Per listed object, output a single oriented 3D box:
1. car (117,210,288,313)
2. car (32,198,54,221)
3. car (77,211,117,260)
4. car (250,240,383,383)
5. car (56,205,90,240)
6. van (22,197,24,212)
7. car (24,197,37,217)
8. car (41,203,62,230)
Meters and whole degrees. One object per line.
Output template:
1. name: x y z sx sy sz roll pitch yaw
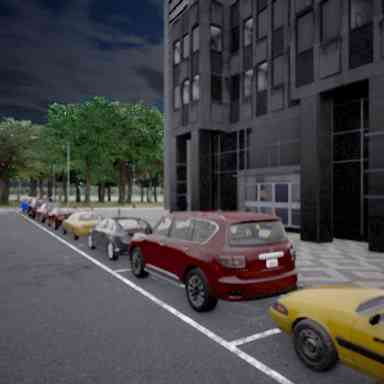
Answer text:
1. car: 0.167 1.346 7.919 2.192 1.841 5.009 0 0 -32
2. car: -11.208 1.542 26.457 1.967 1.590 4.097 0 0 -32
3. car: -2.676 1.599 12.553 2.008 1.369 4.403 0 0 -32
4. car: 2.922 1.540 3.429 1.752 1.417 4.829 0 0 -32
5. car: -5.609 1.592 17.333 1.752 1.417 4.829 0 0 -32
6. van: -16.896 1.481 35.727 1.690 1.788 3.998 0 0 -32
7. car: -14.052 1.436 31.093 2.192 1.841 5.009 0 0 -32
8. car: -8.364 1.629 21.823 1.887 1.381 4.507 0 0 -32
